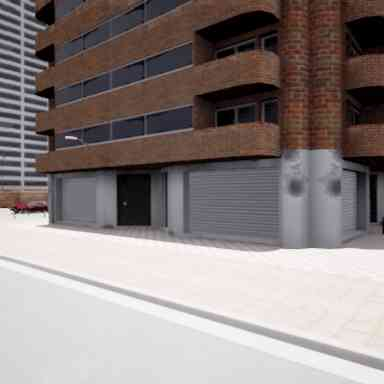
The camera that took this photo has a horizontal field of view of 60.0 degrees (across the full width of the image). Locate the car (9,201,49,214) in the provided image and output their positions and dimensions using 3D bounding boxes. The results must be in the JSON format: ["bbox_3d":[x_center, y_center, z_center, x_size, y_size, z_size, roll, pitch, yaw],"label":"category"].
[{"bbox_3d":[-17.853,1.739,37.592,1.895,1.301,4.718,0,0,39],"label":"car"}]
